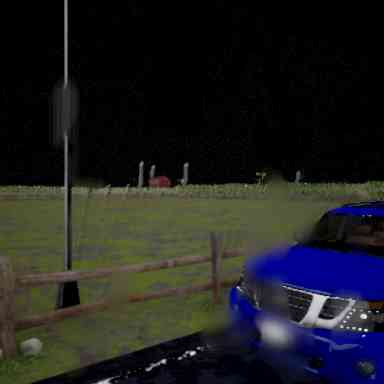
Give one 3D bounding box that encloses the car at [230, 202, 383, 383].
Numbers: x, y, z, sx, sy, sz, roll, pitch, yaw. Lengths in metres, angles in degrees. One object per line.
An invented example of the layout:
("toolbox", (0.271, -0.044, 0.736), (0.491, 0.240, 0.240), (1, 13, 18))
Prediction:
("car", (3.167, 1.208, 5.332), (5.566, 2.045, 2.150), (0, 0, -36))
